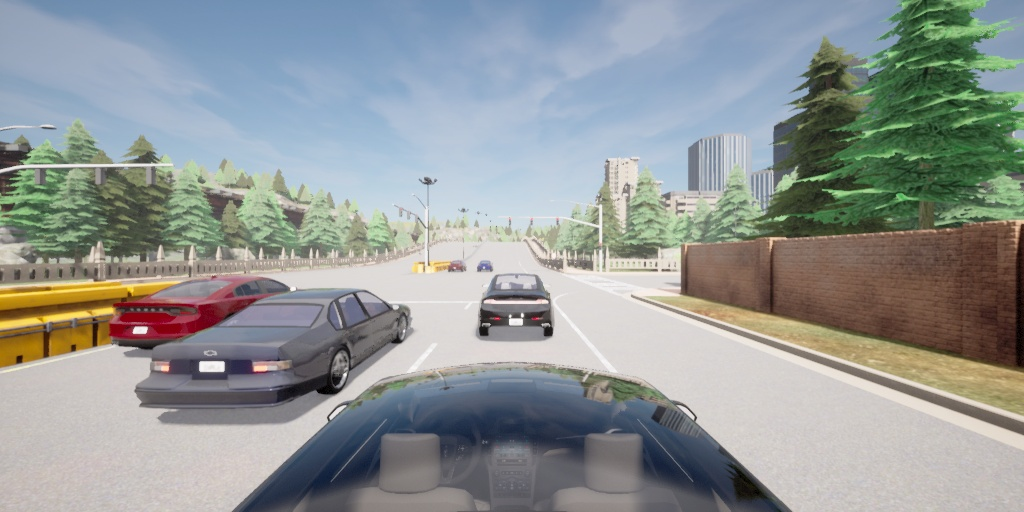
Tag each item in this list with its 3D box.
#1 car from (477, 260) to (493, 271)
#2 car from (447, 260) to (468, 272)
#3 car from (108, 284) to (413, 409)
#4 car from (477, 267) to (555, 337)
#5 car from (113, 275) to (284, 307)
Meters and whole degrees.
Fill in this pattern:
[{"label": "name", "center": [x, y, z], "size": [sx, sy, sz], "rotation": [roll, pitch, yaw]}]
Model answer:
[{"label": "car", "center": [-3.384, 1.262, 45.703], "size": [1.812, 1.442, 4.674], "rotation": [0, 0, 0]}, {"label": "car", "center": [-6.879, 1.262, 45.307], "size": [1.812, 1.442, 4.674], "rotation": [0, 0, 0]}, {"label": "car", "center": [-3.397, 1.296, 6.565], "size": [2.033, 1.411, 5.357], "rotation": [0, 0, 0]}, {"label": "car", "center": [0.132, 1.239, 10.310], "size": [2.128, 1.511, 4.902], "rotation": [0, 0, 1]}, {"label": "car", "center": [-6.897, 1.225, 9.129], "size": [1.882, 1.535, 5.008], "rotation": [0, 0, 0]}]
